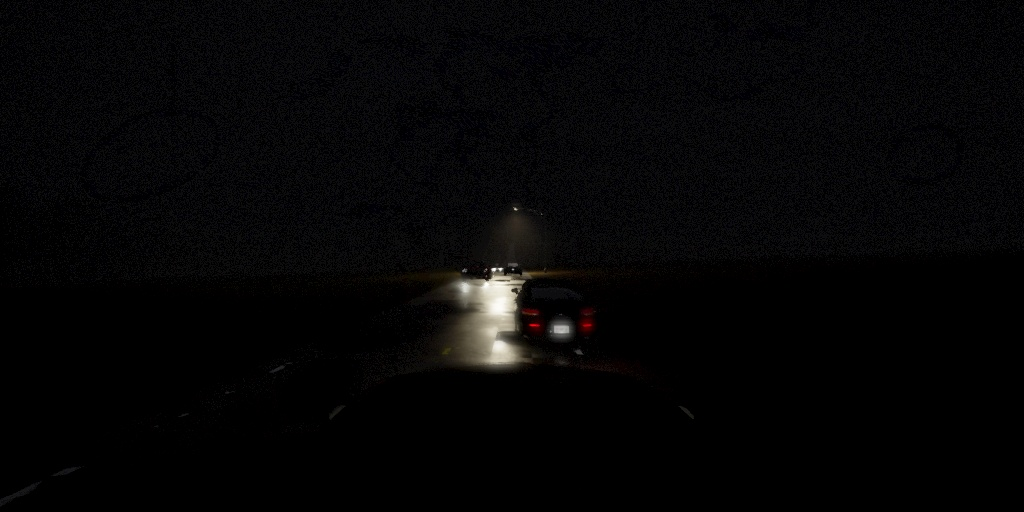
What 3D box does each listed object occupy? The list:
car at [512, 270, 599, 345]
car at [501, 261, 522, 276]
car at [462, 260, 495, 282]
[{"bbox_3d":[0.973,1.272,9.327,1.812,1.442,4.674,0,0,0],"label":"car"},{"bbox_3d":[0.121,1.374,38.934,1.994,1.385,4.181,0,0,1],"label":"car"},{"bbox_3d":[-2.816,1.123,29.458,2.097,1.767,4.553,0,0,0],"label":"car"}]
